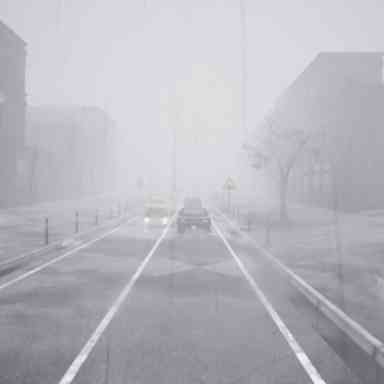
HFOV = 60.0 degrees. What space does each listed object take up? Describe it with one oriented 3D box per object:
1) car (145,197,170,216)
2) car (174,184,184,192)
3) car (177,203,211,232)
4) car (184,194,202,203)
[{"bbox_3d":[-3.084,1.233,30.151,1.882,1.535,5.008,0,2,0],"label":"car"},{"bbox_3d":[-2.753,-0.855,71.849,1.882,1.535,5.008,0,2,3],"label":"car"},{"bbox_3d":[0.108,1.564,20.050,1.895,1.301,4.718,0,1,0],"label":"car"},{"bbox_3d":[0.100,0.973,38.199,1.882,1.535,5.008,0,2,0],"label":"car"}]
